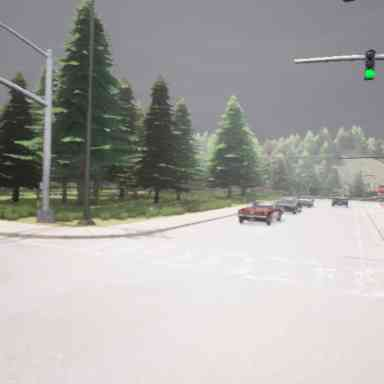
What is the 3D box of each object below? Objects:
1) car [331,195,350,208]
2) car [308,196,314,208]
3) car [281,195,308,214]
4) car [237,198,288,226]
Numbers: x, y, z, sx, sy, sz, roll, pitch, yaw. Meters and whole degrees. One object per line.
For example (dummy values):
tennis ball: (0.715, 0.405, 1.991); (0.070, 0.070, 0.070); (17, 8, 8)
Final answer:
car: (18.537, 1.107, 41.553); (1.812, 1.442, 4.674); (3, 2, 26)
car: (12.878, 1.061, 38.284); (1.895, 1.301, 4.718); (3, 2, 26)
car: (8.545, 1.086, 29.292); (2.033, 1.411, 5.357); (3, 2, 26)
car: (4.338, 1.215, 20.571); (1.895, 1.301, 4.718); (3, 2, 26)
